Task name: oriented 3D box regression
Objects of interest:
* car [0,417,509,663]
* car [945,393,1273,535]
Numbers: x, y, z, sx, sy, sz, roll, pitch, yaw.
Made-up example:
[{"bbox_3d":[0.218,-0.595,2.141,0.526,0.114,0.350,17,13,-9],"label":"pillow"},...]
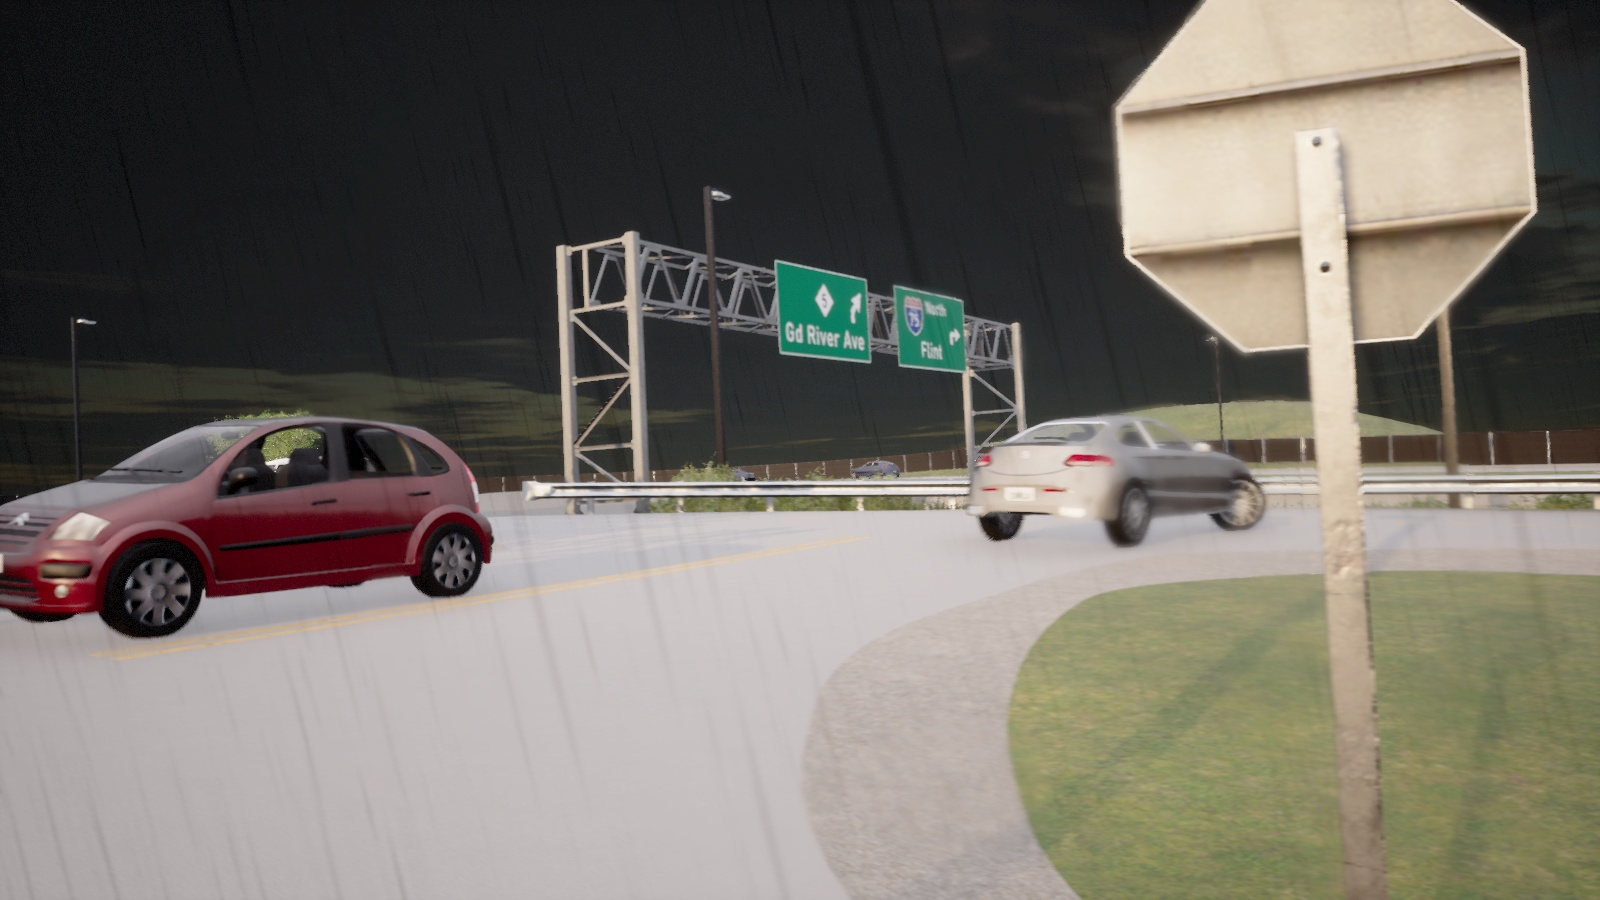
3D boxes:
[{"bbox_3d":[-4.571,0.566,10.418,1.851,1.617,3.988,-1,1,34],"label":"car"},{"bbox_3d":[4.369,0.127,17.153,2.152,1.651,5.027,-2,0,42],"label":"car"}]
